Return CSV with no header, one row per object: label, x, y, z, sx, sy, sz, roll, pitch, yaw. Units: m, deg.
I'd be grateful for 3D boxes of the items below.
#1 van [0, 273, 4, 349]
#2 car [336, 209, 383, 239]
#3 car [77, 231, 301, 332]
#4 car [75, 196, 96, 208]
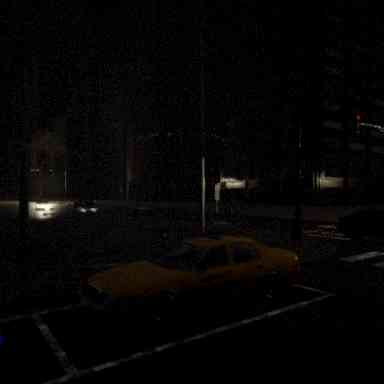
van,-4.269,1.341,3.605,3.998,1.788,1.690,0,0,-36
car,9.066,1.555,15.318,1.812,1.442,4.674,0,0,-36
car,0.214,1.526,6.804,4.829,1.417,1.752,0,0,-36
car,-16.146,1.475,50.334,2.097,1.767,4.553,0,0,-36
